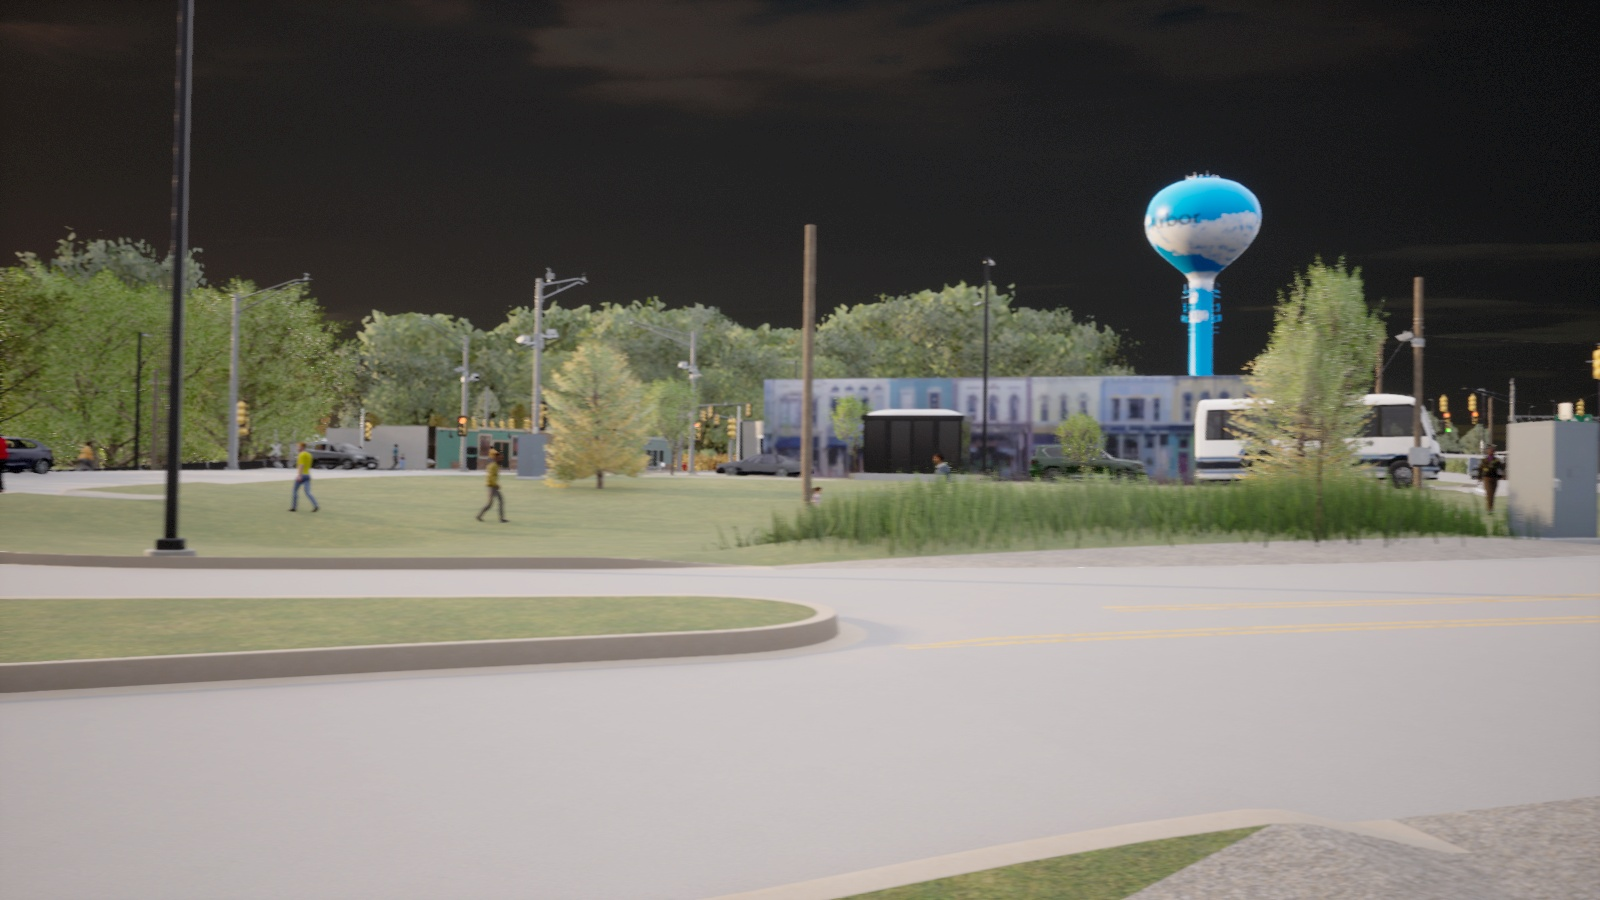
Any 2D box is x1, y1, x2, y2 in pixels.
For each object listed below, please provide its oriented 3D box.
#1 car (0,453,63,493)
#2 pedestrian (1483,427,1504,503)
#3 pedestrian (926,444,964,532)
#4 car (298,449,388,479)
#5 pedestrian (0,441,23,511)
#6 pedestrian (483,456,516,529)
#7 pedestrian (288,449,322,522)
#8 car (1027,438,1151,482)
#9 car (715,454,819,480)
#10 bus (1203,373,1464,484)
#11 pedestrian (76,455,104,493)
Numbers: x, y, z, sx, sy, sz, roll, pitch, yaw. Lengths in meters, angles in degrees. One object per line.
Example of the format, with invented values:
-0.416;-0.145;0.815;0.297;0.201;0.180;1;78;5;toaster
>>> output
-30.914;0.886;48.257;1.816;1.474;4.193;0;1;24;car
17.728;0.380;32.094;0.395;1.930;0.692;-1;-1;24;pedestrian
3.241;0.840;27.991;0.788;1.949;0.423;0;-1;12;pedestrian
-26.927;0.849;74.028;4.611;1.667;2.242;-1;-1;20;car
-21.321;0.703;33.408;0.899;1.844;0.634;0;-1;4;pedestrian
-7.649;1.069;31.951;0.709;1.840;0.431;-1;-1;16;pedestrian
-12.543;0.894;31.837;0.706;1.836;0.354;0;-1;11;pedestrian
13.825;0.489;60.068;5.566;2.045;2.150;0;-1;18;car
-1.804;0.934;69.389;5.357;1.411;2.033;0;-1;19;car
23.635;-0.789;56.002;10.273;4.253;3.944;-2;-4;25;bus
-34.634;1.168;61.228;0.874;1.855;0.900;-1;-1;37;pedestrian
